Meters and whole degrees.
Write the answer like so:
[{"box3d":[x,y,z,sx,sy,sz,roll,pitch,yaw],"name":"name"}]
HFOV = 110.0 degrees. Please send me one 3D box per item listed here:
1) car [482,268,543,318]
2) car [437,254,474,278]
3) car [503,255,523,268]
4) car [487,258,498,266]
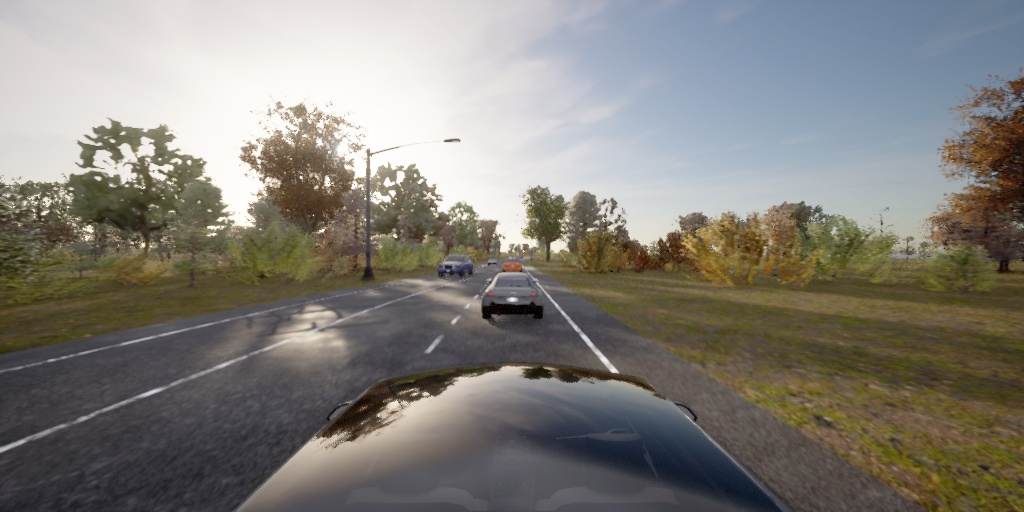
[{"box3d":[0.018,1.285,12.831,1.994,1.385,4.181,0,0,0],"name":"car"},{"box3d":[-5.000,0.875,32.745,2.150,2.045,5.566,0,0,8],"name":"car"},{"box3d":[0.058,0.981,39.249,2.097,1.767,4.553,0,0,0],"name":"car"},{"box3d":[-3.406,1.063,64.740,2.033,1.411,5.357,0,0,0],"name":"car"}]
